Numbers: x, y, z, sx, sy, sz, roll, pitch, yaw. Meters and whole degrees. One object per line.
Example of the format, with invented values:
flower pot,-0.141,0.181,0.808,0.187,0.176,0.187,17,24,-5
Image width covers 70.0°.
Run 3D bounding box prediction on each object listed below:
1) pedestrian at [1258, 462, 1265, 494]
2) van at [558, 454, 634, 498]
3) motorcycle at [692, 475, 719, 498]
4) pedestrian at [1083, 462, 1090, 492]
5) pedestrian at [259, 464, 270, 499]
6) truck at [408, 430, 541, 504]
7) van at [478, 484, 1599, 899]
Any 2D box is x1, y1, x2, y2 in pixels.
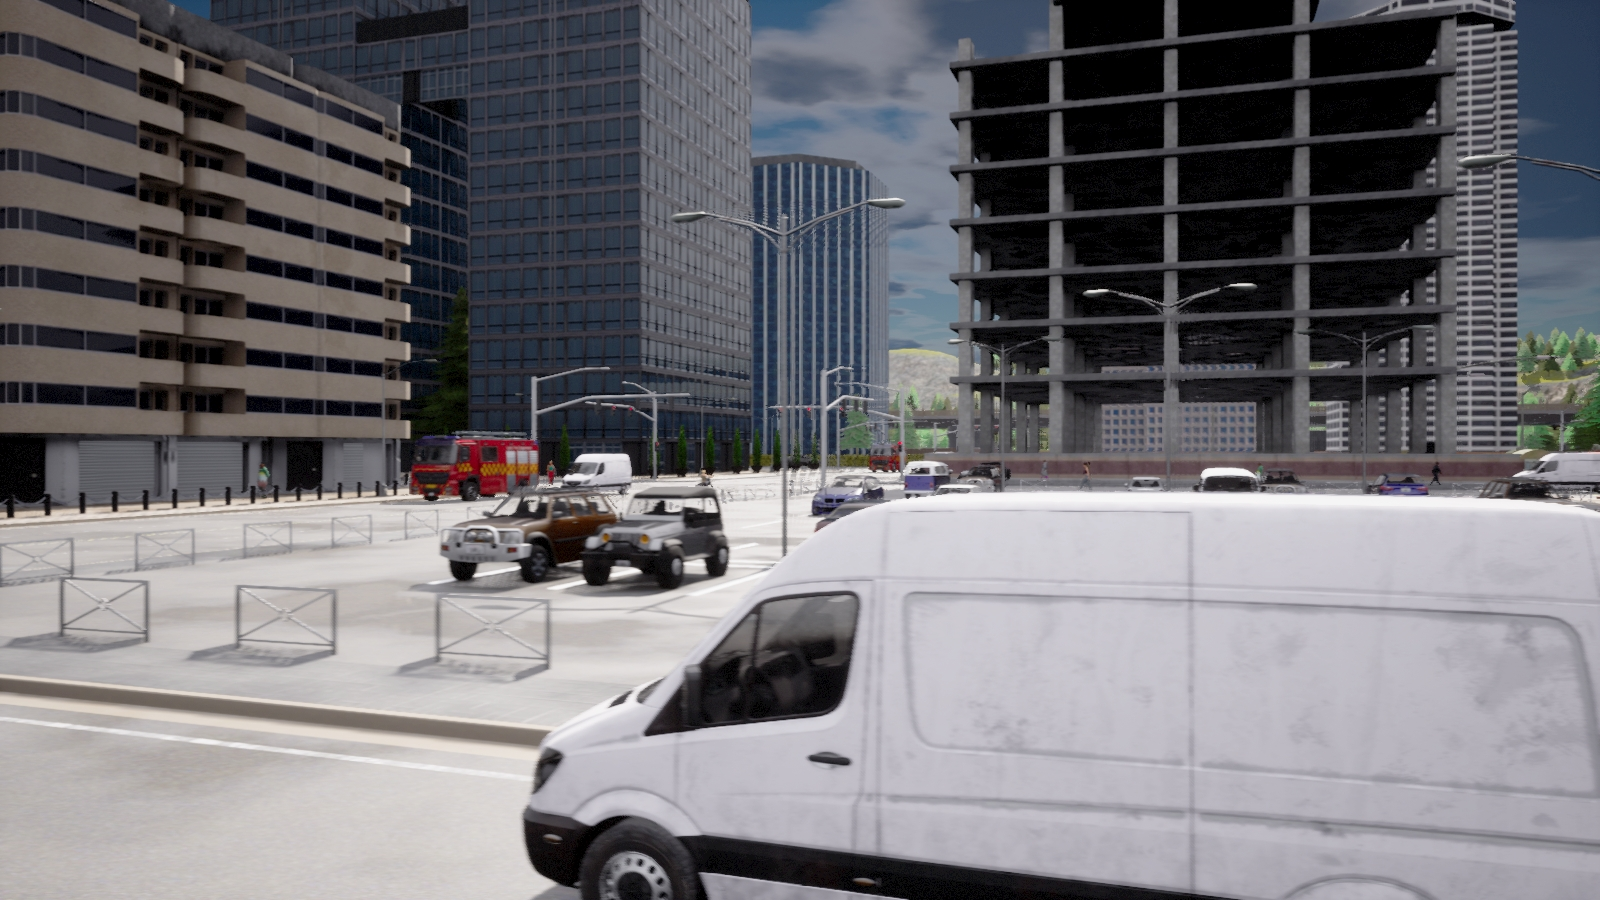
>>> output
pedestrian,26.798,1.639,66.358,0.375,1.860,0.375,0,0,15
van,-12.456,1.530,70.137,1.988,2.561,5.915,0,0,18
motorcycle,-5.632,2.151,68.467,0.764,1.307,2.356,0,0,18
pedestrian,17.494,1.640,69.731,0.375,1.860,0.375,0,0,15
pedestrian,-28.510,1.656,60.876,0.375,1.860,0.375,0,0,28
truck,-18.099,0.886,64.251,2.891,3.827,8.468,0,0,18
van,1.235,1.534,6.593,5.915,2.561,1.988,0,0,20
